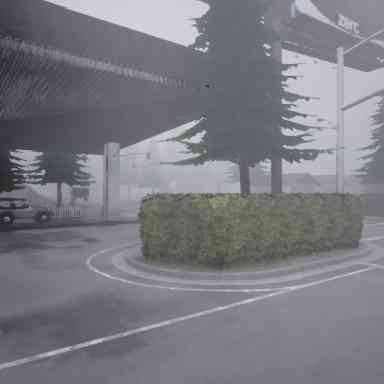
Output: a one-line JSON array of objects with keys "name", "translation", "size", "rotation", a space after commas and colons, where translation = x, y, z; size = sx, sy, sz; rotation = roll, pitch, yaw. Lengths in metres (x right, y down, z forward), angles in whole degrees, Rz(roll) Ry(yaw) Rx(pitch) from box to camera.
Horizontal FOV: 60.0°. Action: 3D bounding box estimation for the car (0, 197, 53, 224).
[{"name": "car", "translation": [-12.015, 1.313, 23.453], "size": [3.866, 1.878, 1.905], "rotation": [0, 0, -36]}]
